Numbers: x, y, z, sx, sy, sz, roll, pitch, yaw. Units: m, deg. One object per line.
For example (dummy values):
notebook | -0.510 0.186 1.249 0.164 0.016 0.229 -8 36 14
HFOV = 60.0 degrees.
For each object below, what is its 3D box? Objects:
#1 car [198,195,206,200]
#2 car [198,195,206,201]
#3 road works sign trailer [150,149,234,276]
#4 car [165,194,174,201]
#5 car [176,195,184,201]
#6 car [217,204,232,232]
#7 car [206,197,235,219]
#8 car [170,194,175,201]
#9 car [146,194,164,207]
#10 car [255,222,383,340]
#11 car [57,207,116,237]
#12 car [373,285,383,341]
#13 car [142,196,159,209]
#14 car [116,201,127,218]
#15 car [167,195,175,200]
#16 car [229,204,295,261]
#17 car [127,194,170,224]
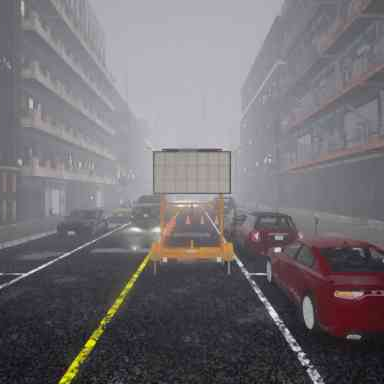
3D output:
car | 2.694 1.516 91.131 1.887 1.381 4.507 0 0 0
car | 2.694 1.503 80.029 1.752 1.417 4.829 0 0 0
road works sign trailer | 0.000 0.465 10.355 2.380 3.560 2.880 0 0 0
car | -5.687 1.415 85.499 1.967 1.590 4.097 0 0 0
car | -2.999 1.453 83.011 1.882 1.535 5.008 0 0 0
car | 2.692 1.550 17.858 2.008 1.369 4.403 0 0 0
car | 2.694 1.312 29.131 2.192 1.841 5.009 0 0 0
car | -5.686 1.293 79.863 2.192 1.841 5.009 0 0 0
car | -5.687 1.305 51.681 2.192 1.841 5.009 0 0 0
car | 2.692 1.545 6.586 1.887 1.381 4.507 0 0 0
car | -5.689 1.565 17.861 1.947 1.339 4.313 0 0 0
car | 2.691 1.566 0.949 1.947 1.339 4.313 0 0 0
car | -5.688 1.432 46.045 1.967 1.590 4.097 0 0 0
car | -5.688 1.523 28.965 1.752 1.417 4.829 0 0 0
car | -5.686 1.516 91.136 1.887 1.381 4.507 0 0 0
car | 2.692 1.440 12.223 1.967 1.590 4.097 0 0 0
car | -3.100 1.220 25.018 2.150 2.045 5.566 0 0 0
